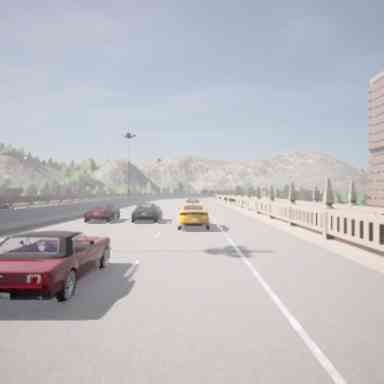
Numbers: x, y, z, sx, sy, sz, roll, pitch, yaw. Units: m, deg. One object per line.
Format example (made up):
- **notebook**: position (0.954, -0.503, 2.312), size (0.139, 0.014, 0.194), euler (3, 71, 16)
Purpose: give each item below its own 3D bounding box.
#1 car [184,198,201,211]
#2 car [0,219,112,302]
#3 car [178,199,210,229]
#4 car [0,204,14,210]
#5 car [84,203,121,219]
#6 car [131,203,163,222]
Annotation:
- **car**: position (0.104, 1.499, 41.138), size (1.994, 1.385, 4.181), euler (0, 0, 0)
- **car**: position (-3.399, 1.588, 8.181), size (1.895, 1.301, 4.718), euler (0, 0, 0)
- **car**: position (0.101, 1.444, 21.369), size (1.882, 1.535, 5.008), euler (0, 0, 0)
- **car**: position (-14.000, 1.512, 22.907), size (2.033, 1.411, 5.357), euler (0, 0, 0)
- **car**: position (-6.899, 1.524, 25.927), size (1.994, 1.385, 4.181), euler (0, 0, 0)
- **car**: position (-3.399, 1.524, 25.572), size (1.994, 1.385, 4.181), euler (0, 0, 0)
